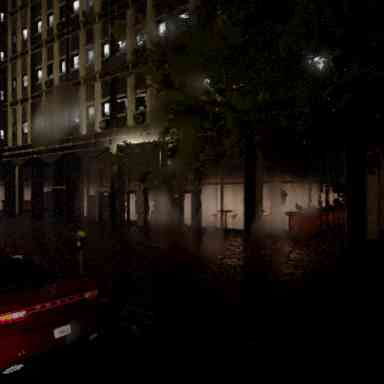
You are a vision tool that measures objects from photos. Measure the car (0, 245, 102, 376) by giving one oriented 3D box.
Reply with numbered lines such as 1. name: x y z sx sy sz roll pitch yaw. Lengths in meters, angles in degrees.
1. car: -3.361 1.521 5.280 4.507 1.381 1.887 0 0 35
